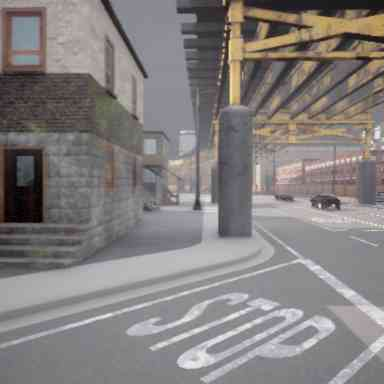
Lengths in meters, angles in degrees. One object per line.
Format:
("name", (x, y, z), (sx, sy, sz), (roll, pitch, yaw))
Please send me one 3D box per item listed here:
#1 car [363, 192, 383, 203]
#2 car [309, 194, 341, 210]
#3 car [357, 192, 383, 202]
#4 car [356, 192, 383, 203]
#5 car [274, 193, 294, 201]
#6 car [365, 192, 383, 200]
("car", (28.273, 0.722, 49.938), (4.974, 1.542, 2.038), (0, 1, -28))
("car", (13.311, 0.972, 33.463), (1.837, 1.490, 4.892), (0, 1, 2))
("car", (26.088, 0.605, 46.916), (4.536, 1.218, 1.853), (1, 1, 32))
("car", (26.043, 0.762, 46.947), (4.974, 1.542, 2.038), (1, 1, 32))
("car", (14.026, 0.748, 51.015), (1.895, 1.301, 4.718), (0, 1, 1))
("car", (28.320, 0.565, 49.959), (4.536, 1.218, 1.853), (0, 1, -28))
